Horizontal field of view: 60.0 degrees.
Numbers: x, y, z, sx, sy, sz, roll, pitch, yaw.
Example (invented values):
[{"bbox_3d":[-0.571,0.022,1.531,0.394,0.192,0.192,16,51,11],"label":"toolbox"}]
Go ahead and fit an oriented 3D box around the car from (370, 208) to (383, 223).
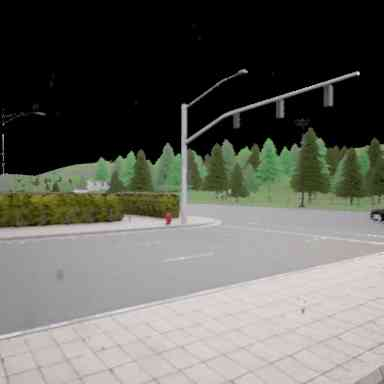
[{"bbox_3d":[14.971,1.476,23.109,1.882,1.535,5.008,1,0,-25],"label":"car"}]
